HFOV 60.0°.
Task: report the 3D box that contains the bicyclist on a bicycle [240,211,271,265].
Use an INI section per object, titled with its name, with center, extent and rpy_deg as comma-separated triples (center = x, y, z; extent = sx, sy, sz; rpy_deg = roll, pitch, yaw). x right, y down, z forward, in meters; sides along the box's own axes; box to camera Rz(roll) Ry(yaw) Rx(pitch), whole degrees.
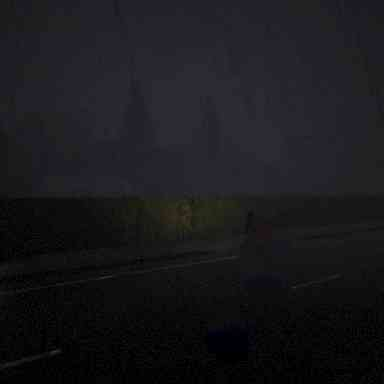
[bicyclist on a bicycle]
center = 1.993, 1.455, 10.675
extent = 0.582, 1.620, 1.656
rpy_deg = 0, -2, -24
